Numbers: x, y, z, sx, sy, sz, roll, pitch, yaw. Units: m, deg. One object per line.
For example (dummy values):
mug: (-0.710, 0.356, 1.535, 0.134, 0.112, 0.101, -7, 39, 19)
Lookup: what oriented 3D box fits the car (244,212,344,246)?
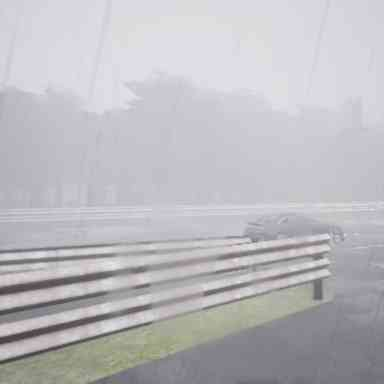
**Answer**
car: (4.743, 1.703, 15.352, 4.902, 1.511, 2.128, 0, 0, -22)
